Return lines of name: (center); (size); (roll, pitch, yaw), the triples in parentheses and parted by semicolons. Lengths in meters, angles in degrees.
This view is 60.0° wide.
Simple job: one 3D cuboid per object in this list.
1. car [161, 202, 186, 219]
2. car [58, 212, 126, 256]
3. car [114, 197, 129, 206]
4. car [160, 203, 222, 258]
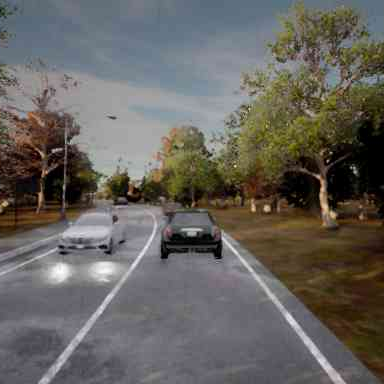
car: (-1.813, 1.690, 31.207); (1.895, 1.301, 4.718); (1, 0, -9)
car: (-3.816, 1.552, 13.434); (1.812, 1.442, 4.674); (0, 0, -2)
car: (-11.612, 1.546, 54.524); (2.033, 1.411, 5.357); (2, 0, -19)
car: (-0.082, 1.387, 13.022); (2.097, 1.767, 4.553); (0, 0, -2)
